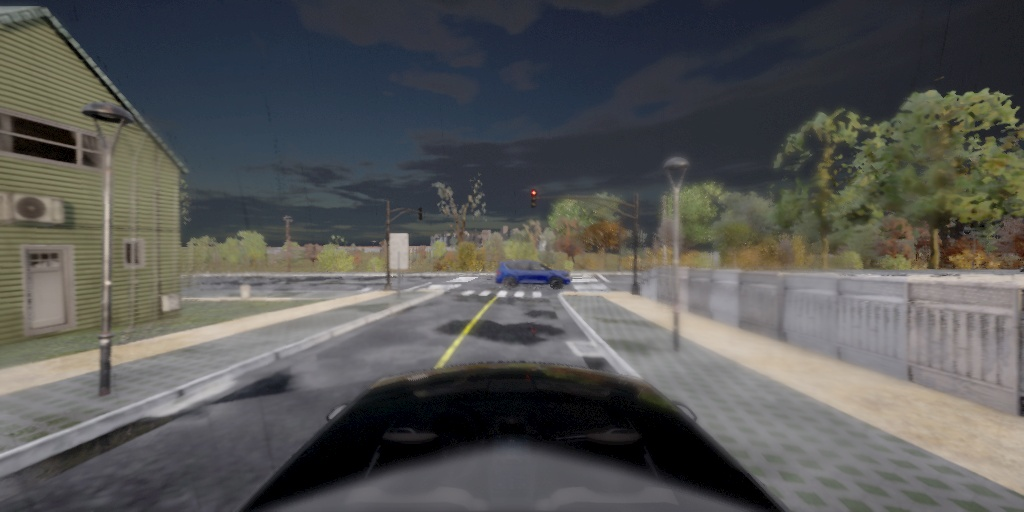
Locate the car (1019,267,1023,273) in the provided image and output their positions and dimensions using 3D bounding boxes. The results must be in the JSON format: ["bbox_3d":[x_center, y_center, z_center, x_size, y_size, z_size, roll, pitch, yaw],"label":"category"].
[{"bbox_3d":[47.819,1.025,30.922,5.357,1.411,2.033,0,2,7],"label":"car"}]

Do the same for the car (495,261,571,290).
[{"bbox_3d":[1.537,1.390,26.502,5.566,2.045,2.150,0,0,7],"label":"car"}]
